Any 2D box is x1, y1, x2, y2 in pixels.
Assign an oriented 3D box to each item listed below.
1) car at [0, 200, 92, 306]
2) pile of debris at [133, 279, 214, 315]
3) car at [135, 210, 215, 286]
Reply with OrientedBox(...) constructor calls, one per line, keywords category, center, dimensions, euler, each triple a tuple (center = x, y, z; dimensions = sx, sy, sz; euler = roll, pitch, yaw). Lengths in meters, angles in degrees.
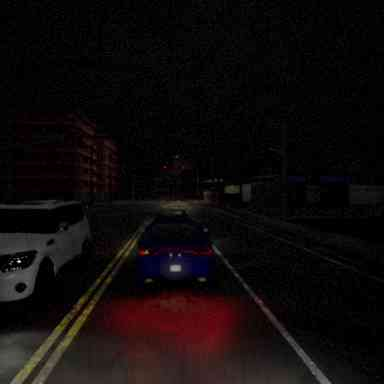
OrientedBox(category="car", center=(-4.091, 1.248, 8.347), dimensions=(2.150, 2.045, 5.566), euler=(0, 0, -4))
OrientedBox(category="pile of debris", center=(-0.406, 2.189, 7.097), dimensions=(1.500, 0.140, 1.860), euler=(0, 0, -4))
OrientedBox(category="car", center=(-0.503, 1.497, 9.578), dimensions=(1.882, 1.535, 5.008), euler=(0, 0, -4))
